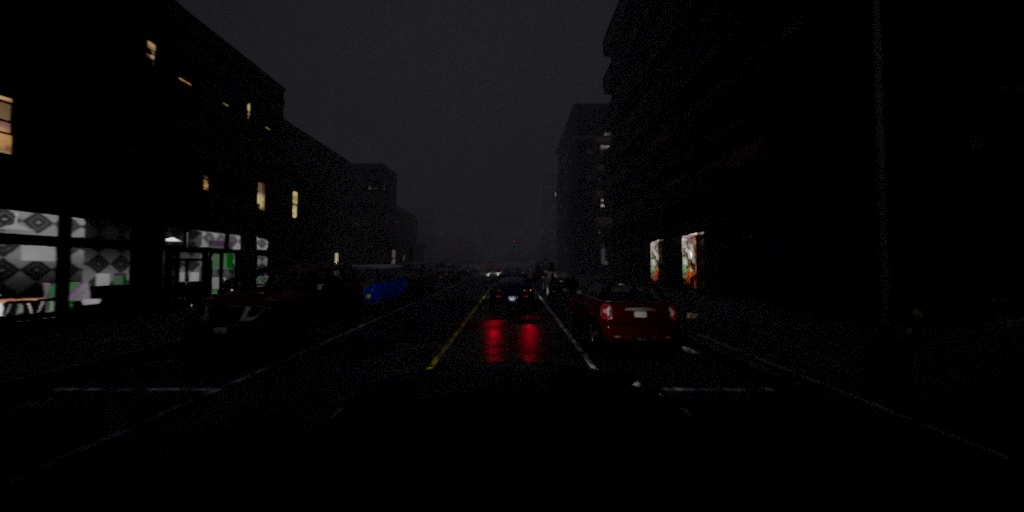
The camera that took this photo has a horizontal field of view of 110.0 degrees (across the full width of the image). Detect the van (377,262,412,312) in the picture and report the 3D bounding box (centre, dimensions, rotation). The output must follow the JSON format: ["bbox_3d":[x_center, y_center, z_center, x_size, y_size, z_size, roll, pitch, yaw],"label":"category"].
[{"bbox_3d":[-5.689,1.237,14.893,1.690,1.789,3.998,0,0,0],"label":"van"}]

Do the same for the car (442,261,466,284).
[{"bbox_3d":[-5.690,1.389,31.114,2.192,1.841,5.009,0,0,0],"label":"car"}]

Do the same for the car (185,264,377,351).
[{"bbox_3d":[-5.689,1.151,9.487,2.192,1.841,5.009,0,0,0],"label":"car"}]

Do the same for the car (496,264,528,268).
[{"bbox_3d":[0.009,1.603,29.398,2.033,1.411,5.357,0,-1,0],"label":"car"}]

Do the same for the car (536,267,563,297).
[{"bbox_3d":[2.692,1.506,20.293,2.007,1.370,4.403,0,0,0],"label":"car"}]

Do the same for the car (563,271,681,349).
[{"bbox_3d":[2.692,1.276,9.480,1.967,1.591,4.097,0,0,0],"label":"car"}]

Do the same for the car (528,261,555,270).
[{"bbox_3d":[2.691,1.389,31.107,2.192,1.841,5.009,0,0,0],"label":"car"}]

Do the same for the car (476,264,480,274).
[{"bbox_3d":[-5.691,1.861,52.741,2.007,1.370,4.403,0,0,0],"label":"car"}]

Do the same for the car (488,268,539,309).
[{"bbox_3d":[0.025,1.431,15.749,1.812,1.442,4.674,0,0,1],"label":"car"}]

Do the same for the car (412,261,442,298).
[{"bbox_3d":[-5.689,1.270,20.300,2.192,1.841,5.009,0,0,0],"label":"car"}]

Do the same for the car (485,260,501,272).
[{"bbox_3d":[-3.010,1.610,59.353,2.150,2.045,5.566,0,-1,0],"label":"car"}]

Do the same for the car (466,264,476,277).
[{"bbox_3d":[-5.690,1.632,41.928,1.967,1.591,4.097,0,0,0],"label":"car"}]
